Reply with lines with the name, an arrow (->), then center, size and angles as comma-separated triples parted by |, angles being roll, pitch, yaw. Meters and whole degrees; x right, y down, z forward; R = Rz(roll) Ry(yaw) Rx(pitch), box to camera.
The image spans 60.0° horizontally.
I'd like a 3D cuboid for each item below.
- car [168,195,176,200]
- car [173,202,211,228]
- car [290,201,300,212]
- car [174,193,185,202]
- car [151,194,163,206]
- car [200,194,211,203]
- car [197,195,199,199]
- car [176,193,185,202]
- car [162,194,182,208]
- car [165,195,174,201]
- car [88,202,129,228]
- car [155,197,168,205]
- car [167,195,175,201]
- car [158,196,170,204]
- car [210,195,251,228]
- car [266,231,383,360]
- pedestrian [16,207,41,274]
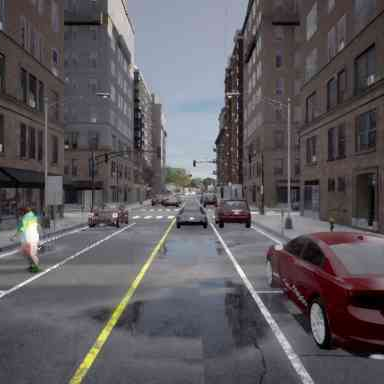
car -> -5.450, 1.539, 93.015 | 2.008, 1.369, 4.403 | 0, 0, 0
car -> 0.012, 1.563, 21.959 | 1.994, 1.385, 4.181 | 0, 0, 1
car -> 13.229, 1.311, 37.029 | 4.553, 1.767, 2.097 | 0, 0, 0
car -> -2.789, 1.216, 76.181 | 2.150, 2.045, 5.566 | 0, 0, 0
car -> -5.447, 1.310, 54.489 | 2.192, 1.841, 5.009 | 0, 0, 0
car -> 2.675, 1.310, 48.990 | 2.192, 1.841, 5.009 | 0, 0, 0
car -> 2.654, 1.308, 65.502 | 2.192, 1.841, 5.009 | 0, 0, 0
car -> -2.852, 1.486, 60.690 | 2.128, 1.511, 4.902 | 0, 0, 0
car -> -2.871, 1.473, 48.013 | 1.882, 1.535, 5.008 | 0, 0, 0
car -> -5.449, 1.535, 82.008 | 1.887, 1.381, 4.507 | 0, 0, 0
car -> -5.399, 1.439, 21.929 | 1.967, 1.590, 4.097 | 0, 0, 0
car -> -5.447, 1.560, 59.992 | 1.947, 1.339, 4.313 | 0, 0, 0
car -> -5.450, 1.534, 87.511 | 1.887, 1.381, 4.507 | 0, 0, 0
car -> -5.448, 1.543, 65.496 | 2.008, 1.369, 4.403 | 0, 0, 0
car -> 2.626, 1.314, 21.934 | 2.192, 1.841, 5.009 | 0, 0, 0
car -> 2.747, 1.478, 6.245 | 1.882, 1.535, 5.008 | 0, 0, 0
pedestrian -> -4.527, 1.293, 9.245 | 0.375, 1.860, 0.375 | 0, 0, 0
